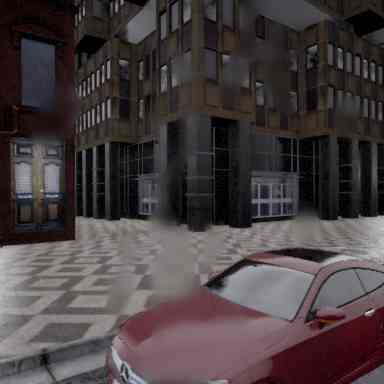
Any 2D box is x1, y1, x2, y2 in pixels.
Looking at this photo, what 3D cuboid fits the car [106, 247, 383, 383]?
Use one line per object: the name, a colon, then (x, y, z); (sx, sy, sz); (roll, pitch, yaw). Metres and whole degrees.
car: (1.272, 1.525, 4.286); (4.674, 1.442, 1.812); (0, 0, -36)
